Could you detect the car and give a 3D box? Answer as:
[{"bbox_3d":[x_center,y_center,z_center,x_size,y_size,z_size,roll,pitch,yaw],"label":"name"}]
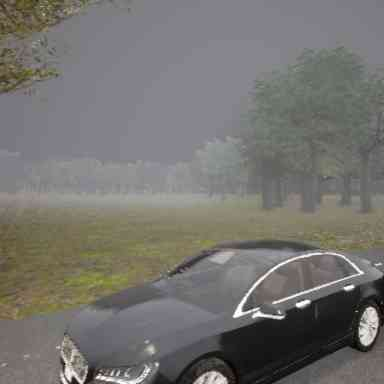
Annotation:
[{"bbox_3d":[0.814,1.478,4.555,4.892,1.490,1.837,0,0,-35],"label":"car"}]
